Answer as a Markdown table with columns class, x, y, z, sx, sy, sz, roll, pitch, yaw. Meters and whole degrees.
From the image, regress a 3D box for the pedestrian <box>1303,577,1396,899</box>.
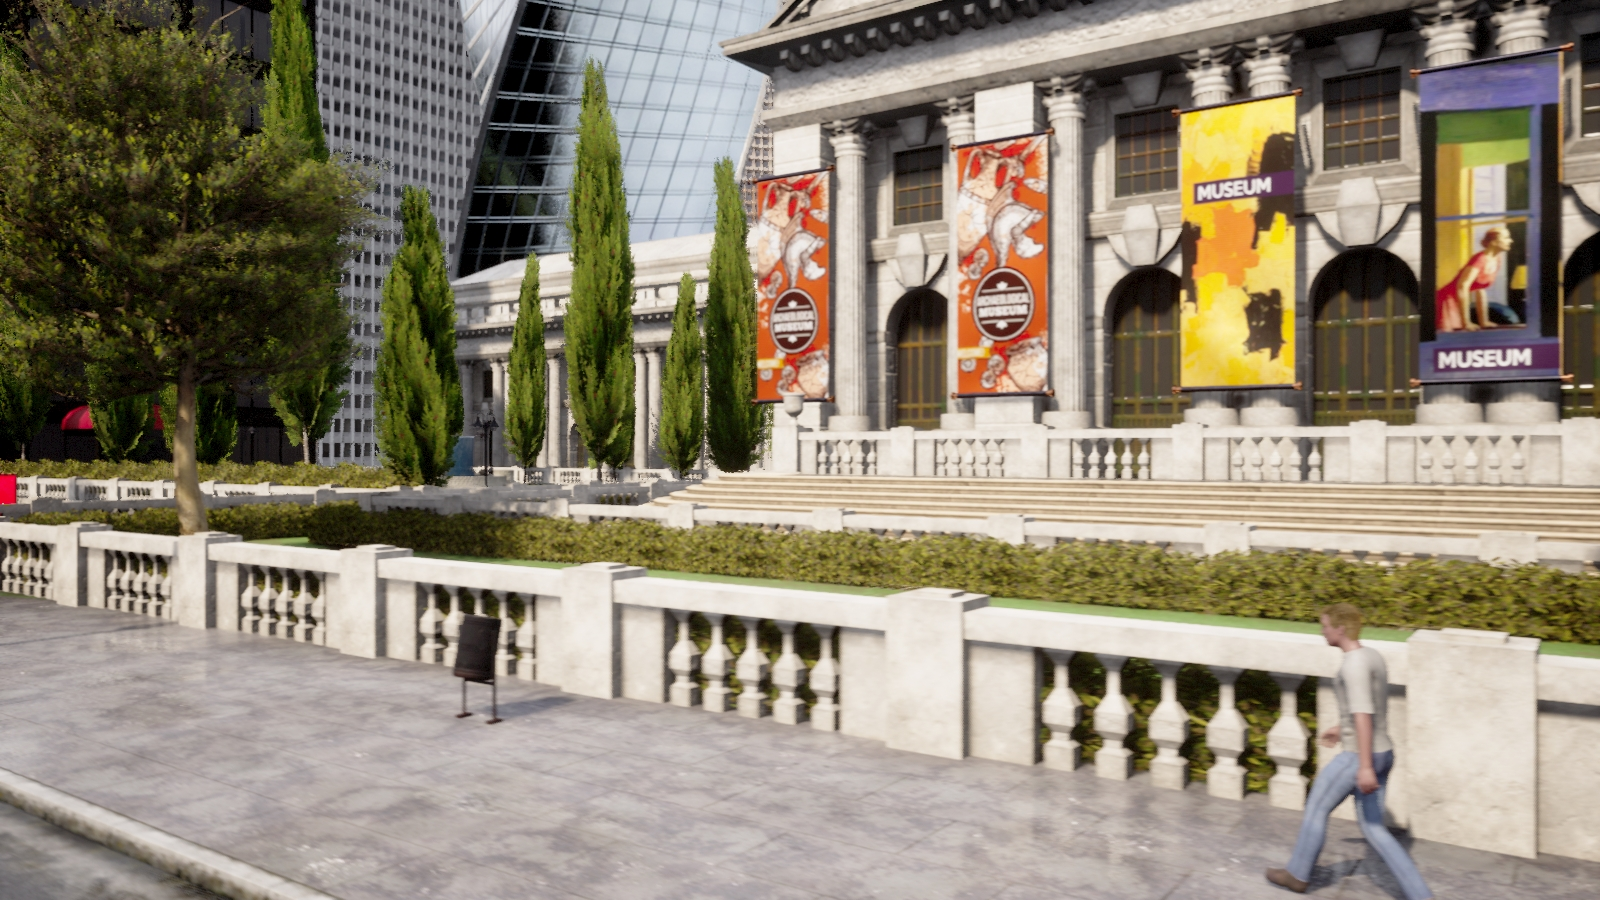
| class | x | y | z | sx | sy | sz | roll | pitch | yaw |
| --- | --- | --- | --- | --- | --- | --- | --- | --- | --- |
| pedestrian | 3.189 | 1.697 | 6.635 | 0.375 | 1.860 | 0.375 | 0 | 0 | -43 |
